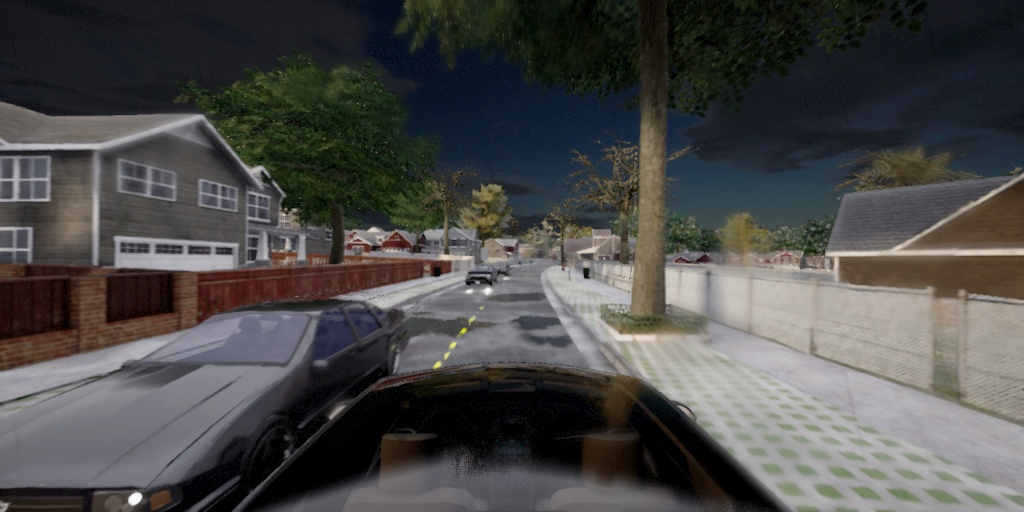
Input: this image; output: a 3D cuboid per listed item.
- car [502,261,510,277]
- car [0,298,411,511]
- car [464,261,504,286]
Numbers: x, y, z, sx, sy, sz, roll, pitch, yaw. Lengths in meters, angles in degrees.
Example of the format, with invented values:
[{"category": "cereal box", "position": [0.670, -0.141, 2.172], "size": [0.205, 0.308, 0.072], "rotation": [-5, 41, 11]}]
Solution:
[{"category": "car", "position": [-1.224, 1.307, 36.693], "size": [1.837, 1.490, 4.892], "rotation": [0, -1, 5]}, {"category": "car", "position": [-2.815, 1.292, 4.548], "size": [2.033, 1.411, 5.357], "rotation": [0, 0, 0]}, {"category": "car", "position": [-2.022, 1.320, 25.598], "size": [2.033, 1.411, 5.357], "rotation": [0, 0, 4]}]
